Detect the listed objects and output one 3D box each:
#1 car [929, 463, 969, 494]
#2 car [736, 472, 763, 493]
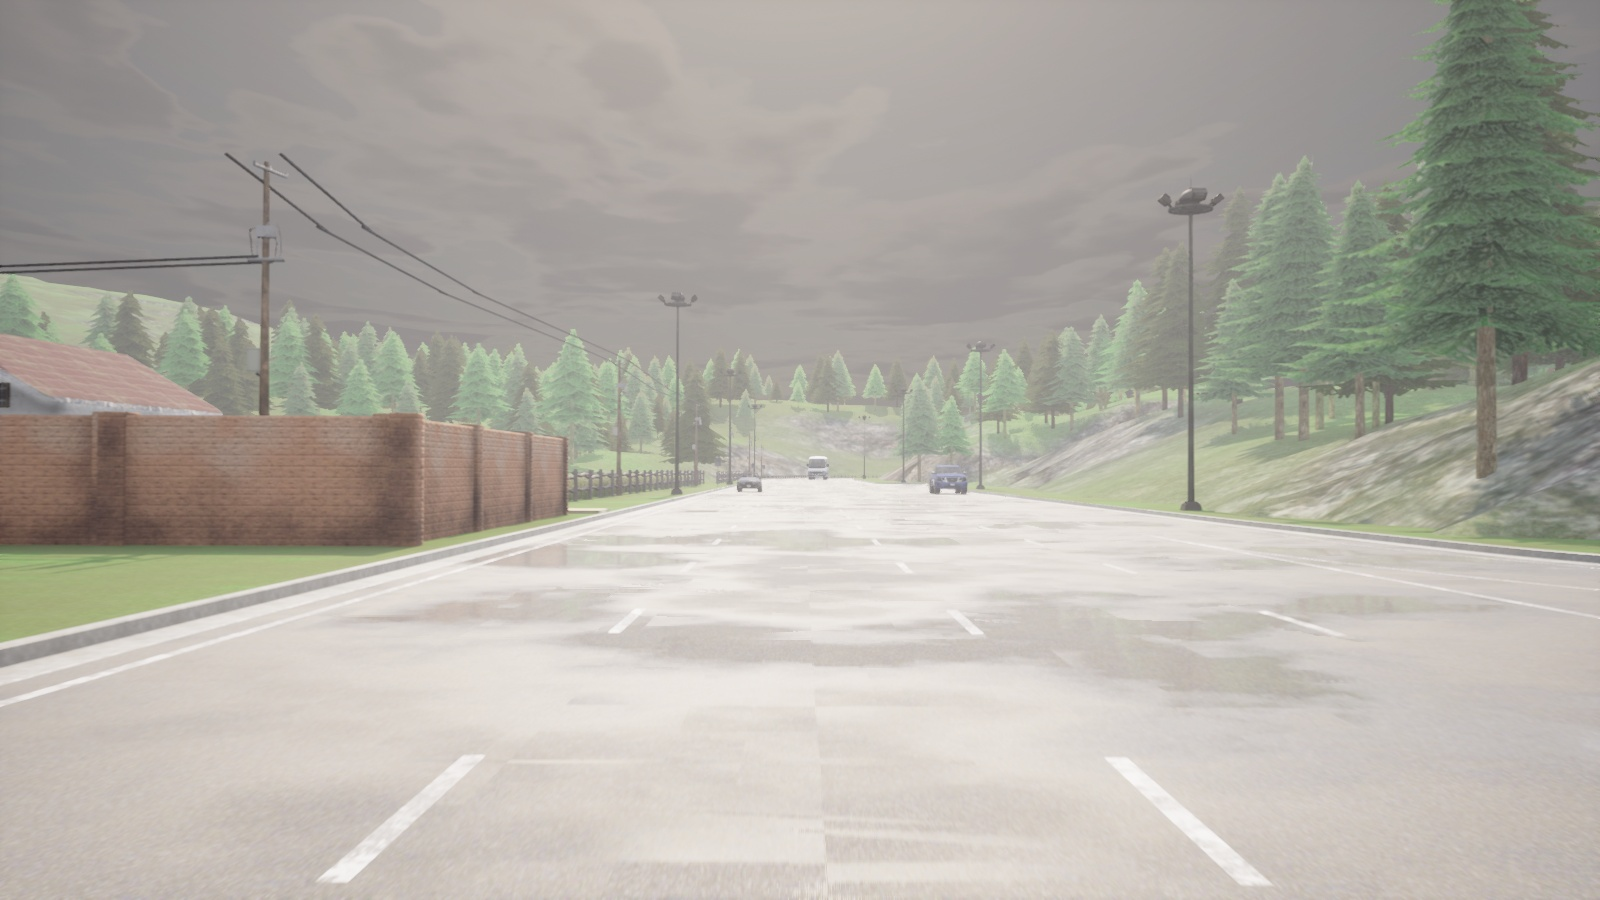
[{"bbox_3d":[10.317,1.954,87.356,2.150,2.045,5.566,0,-1,0],"label":"car"},{"bbox_3d":[-3.685,2.389,92.341,1.816,1.474,4.193,0,-1,0],"label":"car"}]
